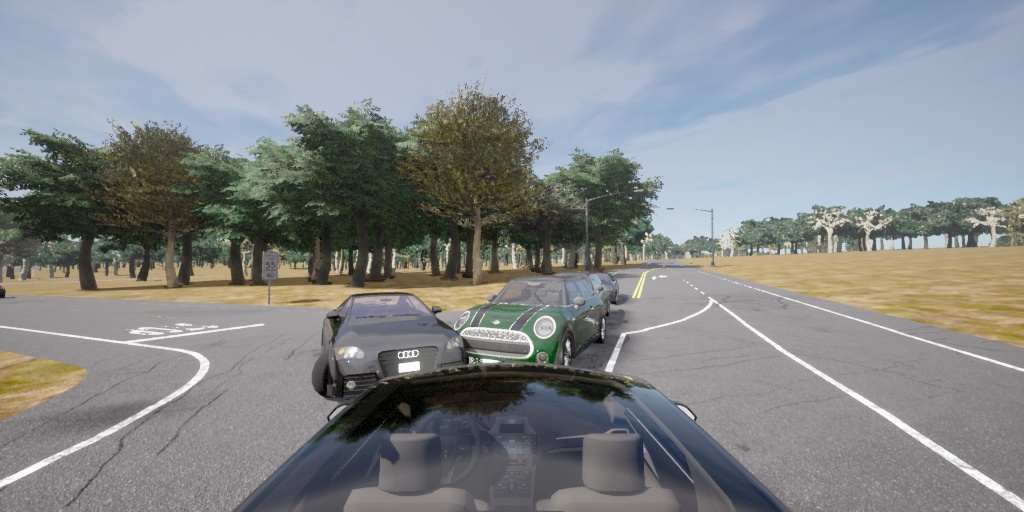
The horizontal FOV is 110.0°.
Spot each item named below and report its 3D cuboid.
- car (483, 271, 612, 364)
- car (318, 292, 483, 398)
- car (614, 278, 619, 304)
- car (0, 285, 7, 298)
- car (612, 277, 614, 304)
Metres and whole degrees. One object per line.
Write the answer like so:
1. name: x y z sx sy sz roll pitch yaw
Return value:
1. car: 0.623 1.217 7.791 2.097 1.767 4.553 -1 -2 26
2. car: -2.350 1.375 6.587 1.994 1.385 4.181 1 -2 -29
3. car: 4.228 1.508 17.829 1.994 1.385 4.181 -1 0 19
4. car: -40.845 2.559 27.369 4.181 1.385 1.994 -2 -3 22
5. car: 2.031 1.343 12.103 2.097 1.767 4.553 -1 -1 21
